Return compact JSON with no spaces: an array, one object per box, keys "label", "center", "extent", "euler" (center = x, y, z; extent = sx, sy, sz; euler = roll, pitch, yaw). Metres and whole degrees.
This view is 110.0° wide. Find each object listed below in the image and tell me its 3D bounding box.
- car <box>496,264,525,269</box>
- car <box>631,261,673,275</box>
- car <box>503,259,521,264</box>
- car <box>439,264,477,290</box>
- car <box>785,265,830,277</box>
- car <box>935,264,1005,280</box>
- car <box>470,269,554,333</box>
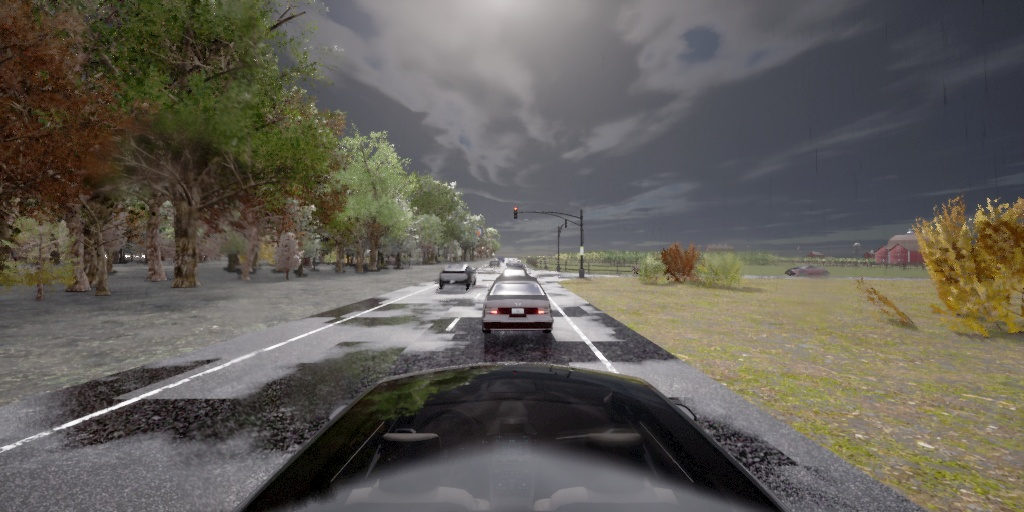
[{"label":"car","center":[0.144,1.318,19.922],"extent":[1.994,1.385,4.181],"euler":[0,0,0]},{"label":"car","center":[16.475,1.340,42.167],"extent":[4.553,1.767,2.097],"euler":[1,-1,2]},{"label":"car","center":[0.298,1.357,53.406],"extent":[1.895,1.301,4.718],"euler":[0,0,-8]},{"label":"car","center":[-3.354,1.246,22.694],"extent":[2.128,1.511,4.902],"euler":[0,0,0]},{"label":"car","center":[34.489,1.747,41.959],"extent":[4.181,1.385,1.994],"euler":[1,-1,0]},{"label":"car","center":[48.670,1.825,38.258],"extent":[5.357,1.411,2.033],"euler":[1,-1,1]},{"label":"car","center":[0.121,1.300,10.682],"extent":[2.033,1.411,5.357],"euler":[0,0,0]}]
